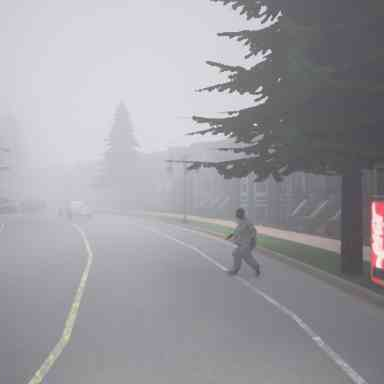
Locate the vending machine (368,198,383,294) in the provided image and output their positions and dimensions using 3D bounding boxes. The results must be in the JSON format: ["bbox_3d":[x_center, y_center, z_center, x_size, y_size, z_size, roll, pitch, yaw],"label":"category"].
[{"bbox_3d":[4.747,1.194,7.480,1.100,2.100,0.880,0,0,-9],"label":"vending machine"}]

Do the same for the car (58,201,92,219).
[{"bbox_3d":[-10.224,1.522,29.063,1.812,1.442,4.674,0,0,-37],"label":"car"}]

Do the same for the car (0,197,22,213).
[{"bbox_3d":[-20.069,1.346,35.237,2.097,1.767,4.553,0,0,-42],"label":"car"}]

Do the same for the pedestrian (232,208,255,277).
[{"bbox_3d":[1.340,1.292,8.688,0.375,1.860,0.375,0,0,-10],"label":"pedestrian"}]

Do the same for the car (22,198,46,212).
[{"bbox_3d":[-18.935,1.485,39.522,2.128,1.511,4.902,0,0,-42],"label":"car"}]
